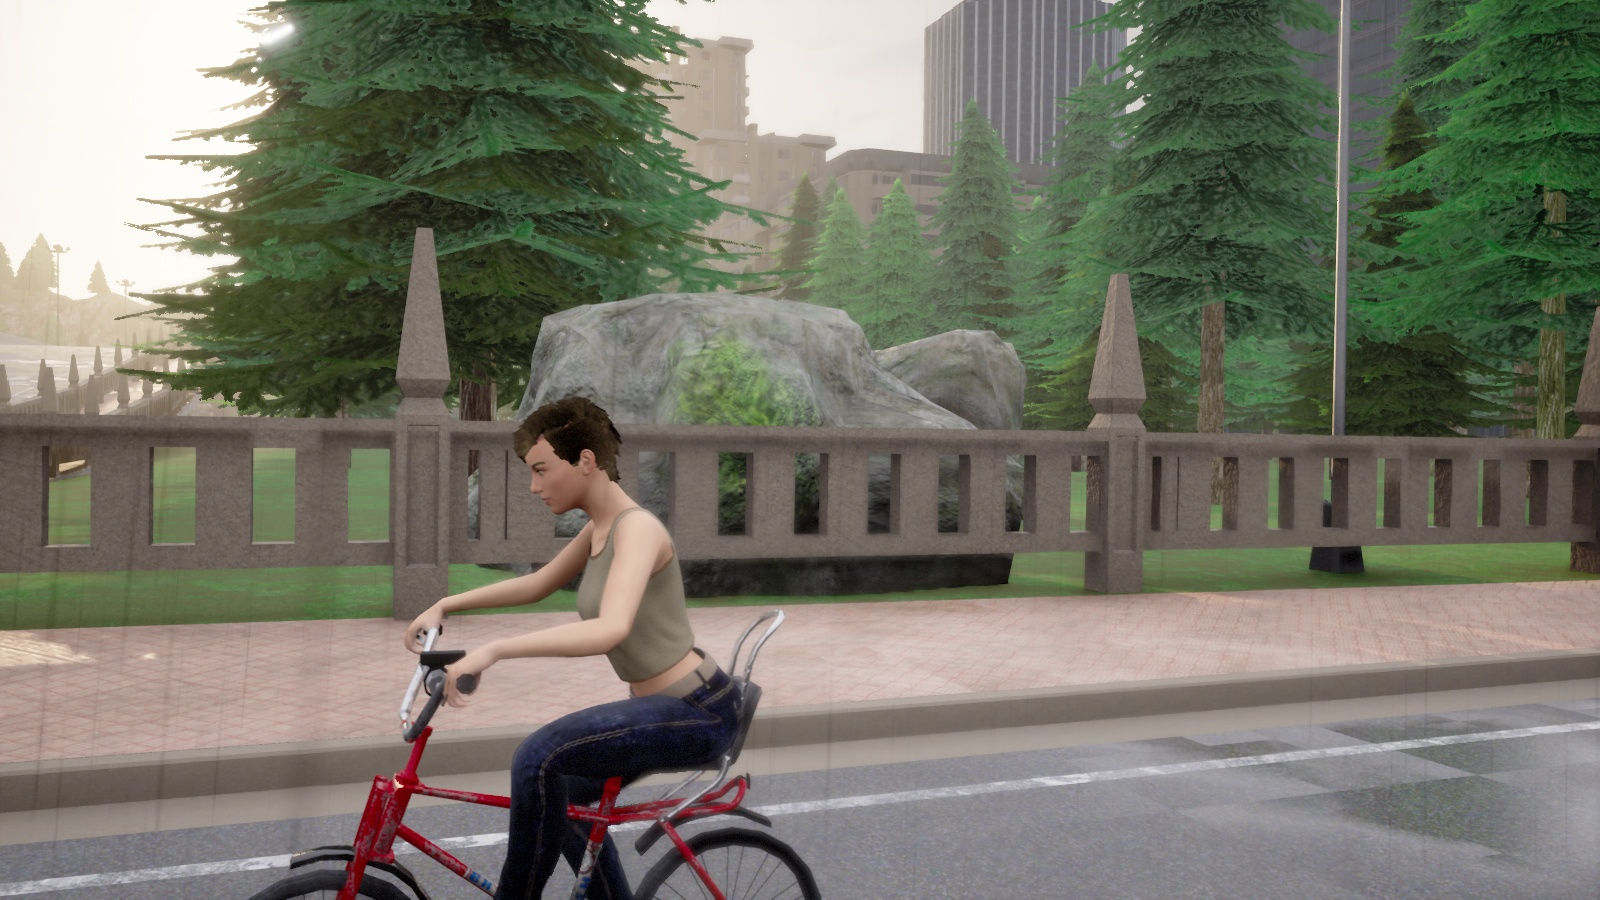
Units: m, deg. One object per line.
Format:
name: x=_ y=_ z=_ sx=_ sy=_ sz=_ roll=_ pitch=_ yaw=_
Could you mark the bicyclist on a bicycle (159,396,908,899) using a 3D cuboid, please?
bicyclist on a bicycle: x=-0.616 y=0.692 z=2.999 sx=1.509 sy=1.612 sz=0.866 roll=-1 pitch=1 yaw=-20
